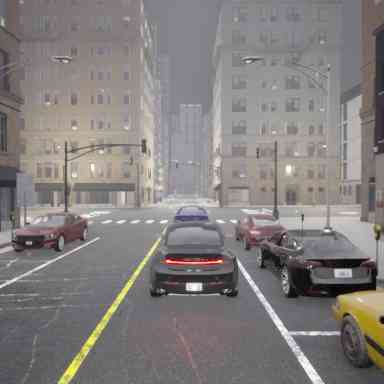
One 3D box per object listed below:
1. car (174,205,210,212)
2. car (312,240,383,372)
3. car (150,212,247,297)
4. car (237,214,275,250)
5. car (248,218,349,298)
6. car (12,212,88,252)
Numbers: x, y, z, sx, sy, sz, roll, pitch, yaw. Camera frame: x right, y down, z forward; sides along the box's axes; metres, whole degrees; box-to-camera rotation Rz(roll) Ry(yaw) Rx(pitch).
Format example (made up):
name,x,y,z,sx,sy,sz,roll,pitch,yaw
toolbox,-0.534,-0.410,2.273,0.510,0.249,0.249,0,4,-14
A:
name,x,y,z,sx,sy,sz,roll,pitch,yaw
car,-0.014,1.474,18.513,1.882,1.535,5.008,0,0,0
car,2.856,1.525,2.919,1.752,1.417,4.829,-1,0,0
car,0.046,1.503,8.563,1.837,1.490,4.892,0,0,0
car,2.828,1.579,13.921,1.802,1.307,4.206,-1,0,0
car,2.843,1.564,8.335,1.947,1.339,4.313,-1,0,0
car,-5.717,1.542,13.896,1.887,1.381,4.507,-1,0,0
